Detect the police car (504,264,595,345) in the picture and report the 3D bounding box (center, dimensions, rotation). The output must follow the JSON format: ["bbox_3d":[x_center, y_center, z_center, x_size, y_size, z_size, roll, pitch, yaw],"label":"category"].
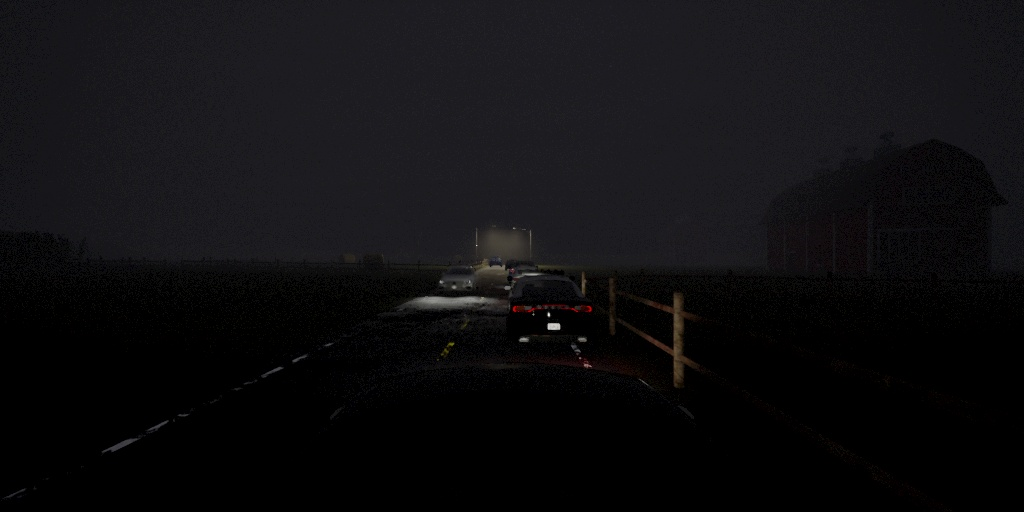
[{"bbox_3d":[0.819,1.174,9.607,1.930,1.638,5.238,0,0,0],"label":"police car"}]

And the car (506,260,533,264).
[{"bbox_3d":[0.806,1.099,25.467,2.097,1.767,4.553,0,0,0],"label":"car"}]

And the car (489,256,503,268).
[{"bbox_3d":[-2.795,0.959,62.113,2.150,2.045,5.566,0,0,0],"label":"car"}]

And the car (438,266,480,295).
[{"bbox_3d":[-2.863,1.274,20.073,1.812,1.442,4.674,0,0,0],"label":"car"}]

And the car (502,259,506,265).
[{"bbox_3d":[0.020,1.220,49.789,1.882,1.535,5.008,0,0,0],"label":"car"}]
